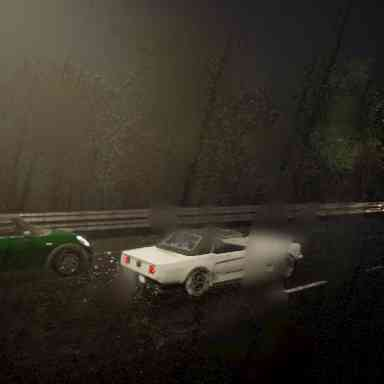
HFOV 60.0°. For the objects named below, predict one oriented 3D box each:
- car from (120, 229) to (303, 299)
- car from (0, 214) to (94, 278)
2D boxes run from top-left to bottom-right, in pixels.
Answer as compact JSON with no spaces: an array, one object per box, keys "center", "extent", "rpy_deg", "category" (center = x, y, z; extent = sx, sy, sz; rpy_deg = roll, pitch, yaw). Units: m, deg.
[{"center":[0.717,1.617,8.556],"extent":[4.718,1.301,1.895],"rpy_deg":[0,0,-35],"category":"car"},{"center":[-5.001,1.355,8.780],"extent":[4.553,1.767,2.097],"rpy_deg":[0,0,-35],"category":"car"}]
